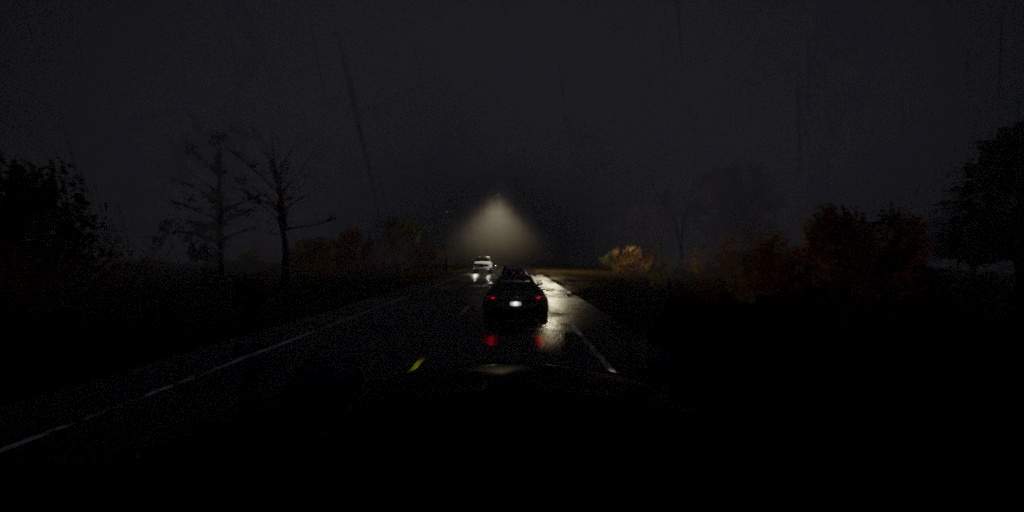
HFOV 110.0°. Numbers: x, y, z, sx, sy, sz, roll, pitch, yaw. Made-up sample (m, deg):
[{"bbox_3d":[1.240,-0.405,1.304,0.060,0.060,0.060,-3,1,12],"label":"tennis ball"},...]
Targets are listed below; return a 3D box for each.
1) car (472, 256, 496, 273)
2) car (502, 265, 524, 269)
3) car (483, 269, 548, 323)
[{"bbox_3d":[-3.582,1.049,44.530,2.150,2.045,5.566,0,0,0],"label":"car"},{"bbox_3d":[0.103,1.399,30.563,1.895,1.301,4.718,0,0,0],"label":"car"},{"bbox_3d":[0.101,1.329,12.200,1.994,1.385,4.181,0,0,0],"label":"car"}]
